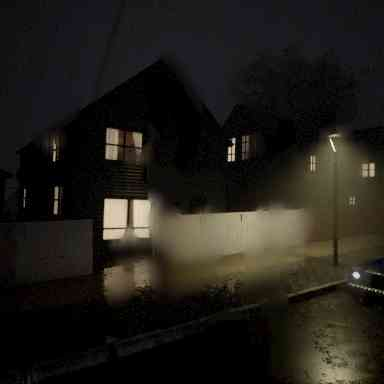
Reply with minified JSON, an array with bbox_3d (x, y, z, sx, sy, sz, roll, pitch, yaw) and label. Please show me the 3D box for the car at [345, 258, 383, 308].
[{"bbox_3d":[5.177,1.613,6.764,4.718,1.301,1.895,0,0,-35],"label":"car"}]
